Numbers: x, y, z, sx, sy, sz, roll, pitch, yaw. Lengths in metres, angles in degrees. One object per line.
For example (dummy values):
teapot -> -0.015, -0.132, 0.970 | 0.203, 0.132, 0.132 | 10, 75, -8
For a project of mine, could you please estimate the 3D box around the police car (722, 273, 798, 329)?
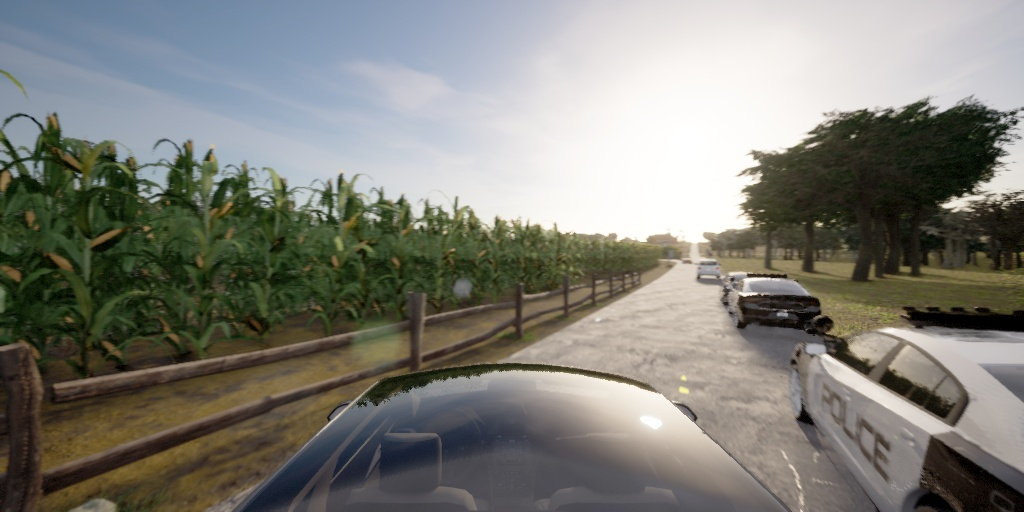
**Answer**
police car -> 8.257, 1.367, 11.700 | 1.930, 1.638, 5.238 | 0, -1, 27

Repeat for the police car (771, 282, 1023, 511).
police car -> 3.723, 1.228, 2.787 | 1.930, 1.638, 5.238 | 0, -1, 27

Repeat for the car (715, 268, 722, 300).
car -> 10.927, 1.514, 16.949 | 1.837, 1.490, 4.892 | 0, -1, 27

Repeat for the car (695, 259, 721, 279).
car -> 20.846, 1.359, 38.163 | 2.150, 2.045, 5.566 | 0, 1, 28
